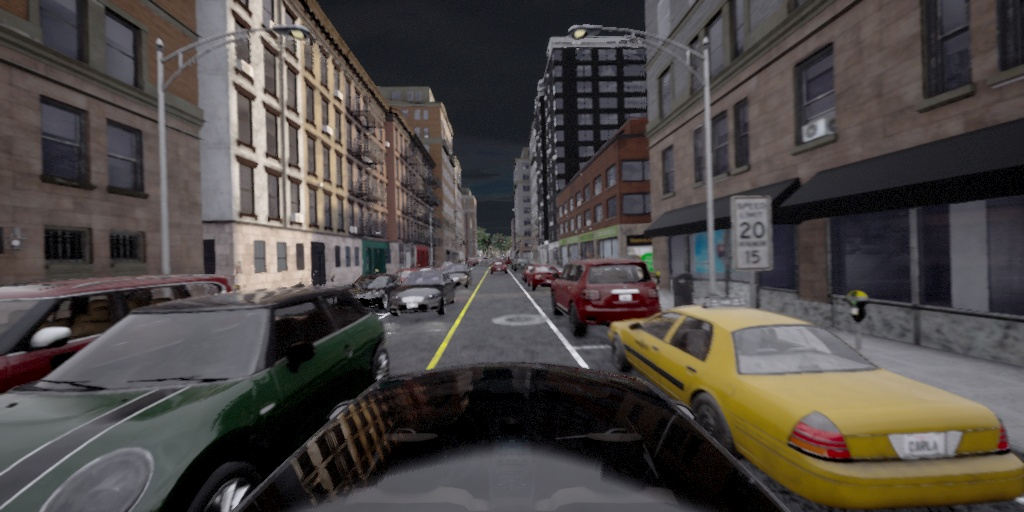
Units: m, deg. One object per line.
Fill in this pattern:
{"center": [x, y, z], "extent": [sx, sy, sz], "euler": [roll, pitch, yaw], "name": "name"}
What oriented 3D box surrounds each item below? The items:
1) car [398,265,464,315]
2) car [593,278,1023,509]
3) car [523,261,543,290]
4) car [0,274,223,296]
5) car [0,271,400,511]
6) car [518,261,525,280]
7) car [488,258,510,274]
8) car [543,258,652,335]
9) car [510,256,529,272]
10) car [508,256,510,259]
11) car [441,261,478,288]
{"center": [-3.283, 1.316, 13.896], "extent": [2.128, 1.511, 4.902], "euler": [-2, 0, -2], "name": "car"}
{"center": [2.622, 1.196, 4.657], "extent": [1.751, 1.417, 4.829], "euler": [0, 0, -2], "name": "car"}
{"center": [1.901, 1.209, 21.509], "extent": [1.888, 1.381, 4.507], "euler": [0, 0, -2], "name": "car"}
{"center": [-5.386, 1.215, 4.153], "extent": [2.192, 1.841, 5.009], "euler": [0, 0, -2], "name": "car"}
{"center": [-2.847, 1.180, 3.552], "extent": [2.097, 1.767, 4.553], "euler": [-2, 0, -2], "name": "car"}
{"center": [1.659, 1.243, 27.182], "extent": [1.802, 1.307, 4.207], "euler": [0, 0, -2], "name": "car"}
{"center": [-1.510, 1.251, 41.274], "extent": [1.812, 1.442, 4.674], "euler": [-2, 0, -2], "name": "car"}
{"center": [2.387, 0.983, 10.161], "extent": [2.192, 1.841, 5.009], "euler": [0, 0, -2], "name": "car"}
{"center": [1.212, 0.993, 45.252], "extent": [2.097, 1.767, 4.553], "euler": [-2, 0, -2], "name": "car"}
{"center": [0.913, 0.989, 52.245], "extent": [2.097, 1.767, 4.553], "euler": [-2, 0, -2], "name": "car"}
{"center": [-3.715, 1.310, 24.298], "extent": [2.128, 1.511, 4.902], "euler": [-2, 0, -2], "name": "car"}
